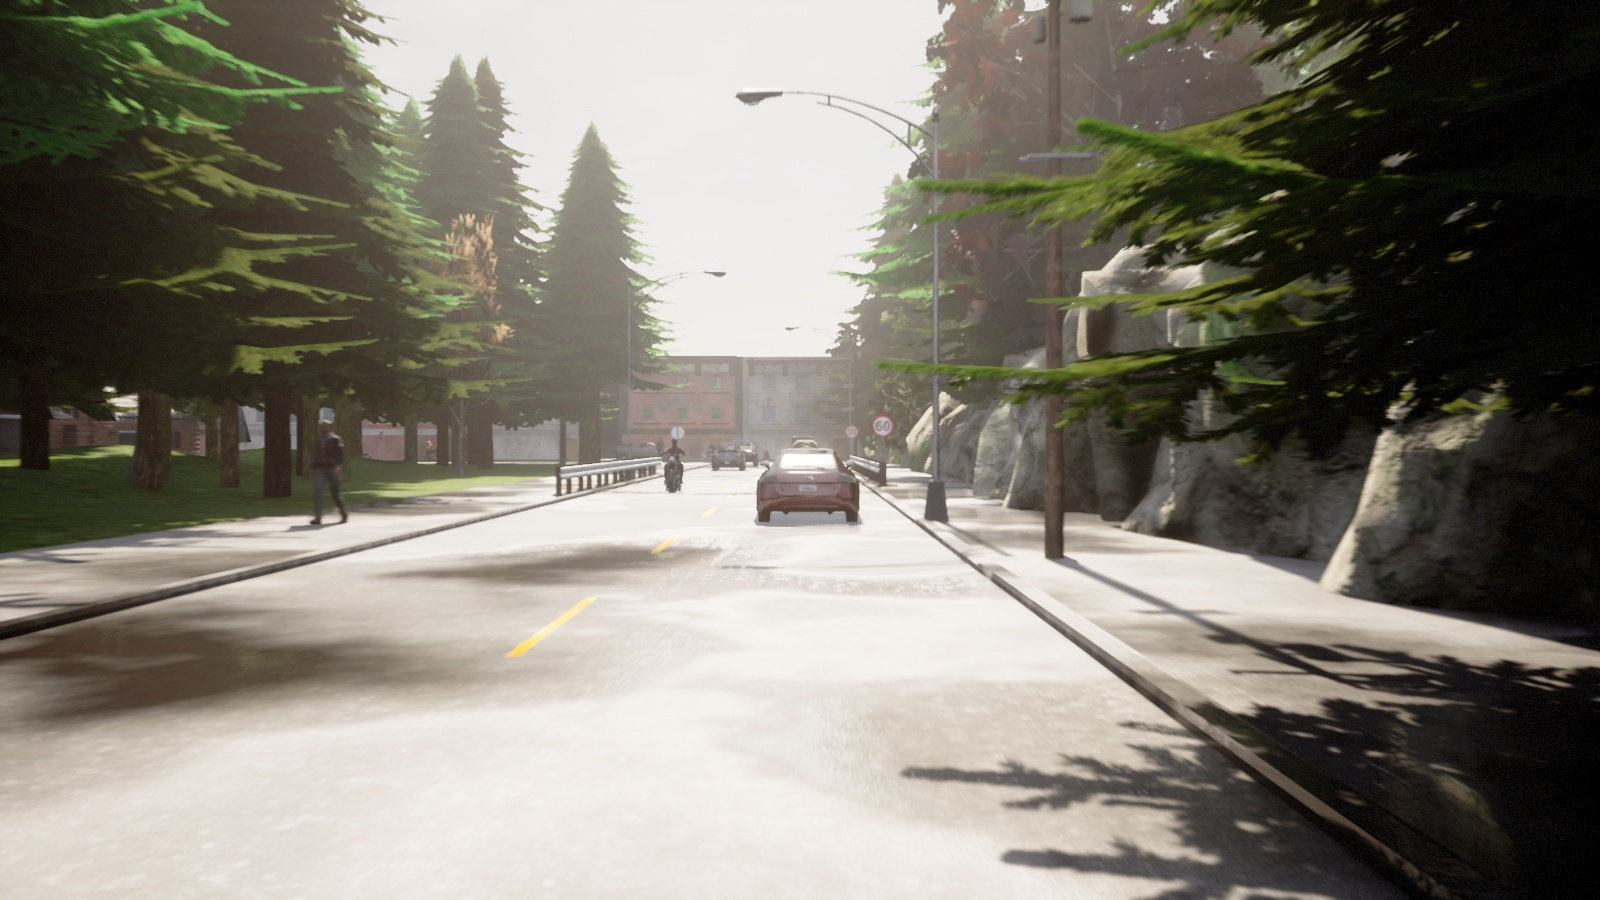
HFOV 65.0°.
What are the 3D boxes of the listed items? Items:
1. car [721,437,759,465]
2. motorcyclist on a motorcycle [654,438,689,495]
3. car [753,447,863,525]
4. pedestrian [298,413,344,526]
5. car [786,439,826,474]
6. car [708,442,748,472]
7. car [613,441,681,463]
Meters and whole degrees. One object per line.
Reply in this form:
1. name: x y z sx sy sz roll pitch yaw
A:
1. car: -3.656 0.034 77.488 2.152 1.651 5.027 0 0 -1
2. motorcyclist on a motorcycle: -3.778 0.460 37.115 0.766 1.649 2.350 0 1 0
3. car: 0.156 0.654 24.956 1.994 1.385 4.181 0 0 0
4. pedestrian: -7.962 0.318 20.876 0.376 1.854 0.720 0 0 12
5. car: 0.259 0.266 60.096 1.851 1.617 3.988 0 0 0
6. car: -3.734 0.344 65.631 1.845 1.501 3.633 0 0 0
7. car: -10.958 0.117 90.205 4.514 1.525 2.007 0 0 4
